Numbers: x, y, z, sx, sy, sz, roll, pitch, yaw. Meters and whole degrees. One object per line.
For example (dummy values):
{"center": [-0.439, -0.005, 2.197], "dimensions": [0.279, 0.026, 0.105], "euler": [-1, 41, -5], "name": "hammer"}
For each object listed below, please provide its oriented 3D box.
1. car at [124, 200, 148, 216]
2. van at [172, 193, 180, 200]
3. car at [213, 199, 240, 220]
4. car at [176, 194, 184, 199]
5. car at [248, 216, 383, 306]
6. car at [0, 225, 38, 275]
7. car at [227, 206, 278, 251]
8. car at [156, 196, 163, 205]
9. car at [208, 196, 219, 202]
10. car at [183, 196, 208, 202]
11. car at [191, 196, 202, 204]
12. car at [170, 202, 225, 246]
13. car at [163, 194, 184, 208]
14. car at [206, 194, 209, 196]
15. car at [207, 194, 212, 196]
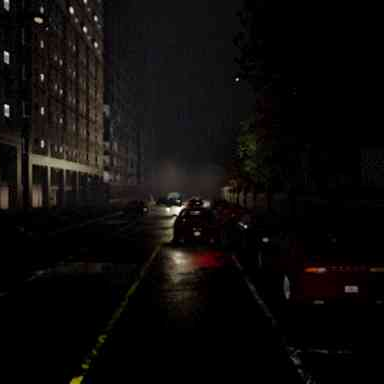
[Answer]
{"center": [-5.124, 1.425, 30.721], "dimensions": [1.887, 1.381, 4.507], "euler": [0, 0, 1], "name": "car"}
{"center": [-3.825, 1.038, 81.357], "dimensions": [1.690, 1.788, 3.998], "euler": [0, 0, 2], "name": "van"}
{"center": [2.832, 1.447, 24.816], "dimensions": [1.887, 1.381, 4.507], "euler": [0, 0, 1], "name": "car"}
{"center": [-3.363, 1.225, 92.603], "dimensions": [1.947, 1.339, 4.313], "euler": [0, 0, 2], "name": "car"}
{"center": [2.727, 1.513, 7.904], "dimensions": [1.887, 1.381, 4.507], "euler": [0, 0, 0], "name": "car"}
{"center": [-5.442, 1.533, 8.228], "dimensions": [1.947, 1.339, 4.313], "euler": [0, 0, 0], "name": "car"}
{"center": [2.747, 1.497, 13.537], "dimensions": [2.008, 1.369, 4.403], "euler": [0, 0, 0], "name": "car"}
{"center": [-4.703, 1.363, 53.222], "dimensions": [1.947, 1.339, 4.313], "euler": [0, 0, 1], "name": "car"}
{"center": [2.980, 1.404, 36.098], "dimensions": [1.887, 1.381, 4.507], "euler": [0, 0, 1], "name": "car"}
{"center": [0.347, 1.414, 34.278], "dimensions": [2.033, 1.411, 5.357], "euler": [0, 0, 1], "name": "car"}
{"center": [0.872, 1.377, 59.119], "dimensions": [1.895, 1.301, 4.718], "euler": [0, 0, 2], "name": "car"}
{"center": [0.159, 1.418, 15.073], "dimensions": [1.882, 1.535, 5.008], "euler": [0, 0, -1], "name": "car"}
{"center": [-2.317, 1.381, 45.105], "dimensions": [2.033, 1.411, 5.357], "euler": [0, 0, 1], "name": "car"}
{"center": [4.667, 1.204, 92.524], "dimensions": [1.887, 1.381, 4.507], "euler": [0, 0, 3], "name": "car"}
{"center": [3.081, 1.364, 41.907], "dimensions": [1.752, 1.417, 4.829], "euler": [0, 0, 1], "name": "car"}
